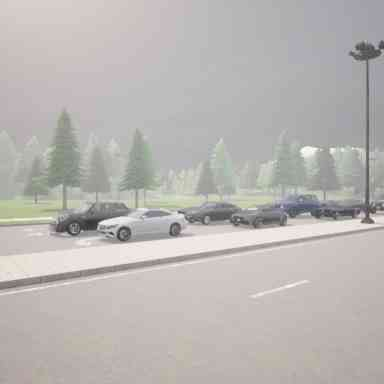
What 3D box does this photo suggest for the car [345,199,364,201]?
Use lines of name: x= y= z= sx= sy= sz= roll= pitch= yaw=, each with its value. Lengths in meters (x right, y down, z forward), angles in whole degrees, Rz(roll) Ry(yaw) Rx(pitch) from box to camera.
car: x=17.626 y=1.505 z=36.749 sx=4.892 sy=1.490 sz=1.837 roll=0 pitch=0 yaw=-37

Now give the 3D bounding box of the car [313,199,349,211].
car: x=17.050 y=1.601 z=40.711 sx=4.718 sy=1.301 sz=1.895 roll=0 pitch=0 yaw=-37

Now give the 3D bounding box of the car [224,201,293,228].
car: x=4.469 y=1.564 z=22.119 sx=4.181 sy=1.385 sz=1.994 roll=0 pitch=0 yaw=-39

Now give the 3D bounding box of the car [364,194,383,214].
car: x=20.607 y=1.221 z=34.623 sx=5.566 sy=2.045 sz=2.150 roll=0 pitch=0 yaw=-38

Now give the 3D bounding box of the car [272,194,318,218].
car: x=9.518 y=1.221 z=30.501 sx=5.566 sy=2.045 sz=2.150 roll=0 pitch=0 yaw=-38

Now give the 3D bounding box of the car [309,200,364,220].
car: x=12.295 y=1.601 z=28.219 sx=4.718 sy=1.301 sz=1.895 roll=0 pitch=0 yaw=-38

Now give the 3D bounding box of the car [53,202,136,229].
car: x=-6.471 y=1.478 z=22.436 sx=5.008 sy=1.535 sz=1.882 roll=0 pitch=0 yaw=-38

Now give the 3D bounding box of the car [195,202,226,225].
car: x=1.640 y=1.505 z=24.340 sx=4.892 sy=1.490 sz=1.837 roll=0 pitch=0 yaw=-38

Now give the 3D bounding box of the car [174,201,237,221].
car: x=1.262 y=1.547 z=28.489 sx=5.357 sy=1.411 sz=2.033 roll=0 pitch=0 yaw=-38

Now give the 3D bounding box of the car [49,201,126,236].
car: x=-5.548 y=1.352 z=18.716 sx=4.553 sy=1.767 sz=2.097 roll=0 pitch=0 yaw=-38

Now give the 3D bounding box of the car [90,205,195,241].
car: x=-2.392 y=1.526 z=16.741 sx=4.674 sy=1.442 sz=1.812 roll=0 pitch=0 yaw=-38

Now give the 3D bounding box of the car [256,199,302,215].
car: x=9.082 y=1.491 z=34.594 sx=4.902 sy=1.511 sz=2.128 roll=0 pitch=0 yaw=-38
